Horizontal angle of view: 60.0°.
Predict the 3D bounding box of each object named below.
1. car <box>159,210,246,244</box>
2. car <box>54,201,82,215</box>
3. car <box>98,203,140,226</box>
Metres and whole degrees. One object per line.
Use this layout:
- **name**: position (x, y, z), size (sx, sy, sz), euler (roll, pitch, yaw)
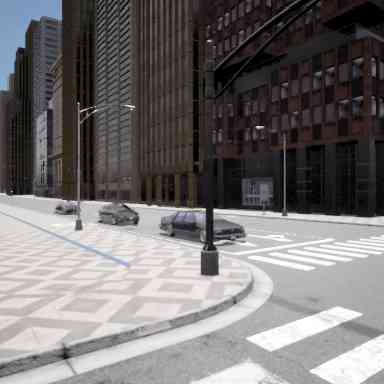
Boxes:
- **car**: position (0.296, 1.636, 16.808), size (2.033, 1.411, 5.357), euler (0, 0, -35)
- **car**: position (-13.772, 1.756, 36.749), size (2.033, 1.411, 5.357), euler (0, 0, -35)
- **car**: position (-5.634, 1.648, 25.205), size (1.837, 1.490, 4.892), euler (0, -1, -35)
